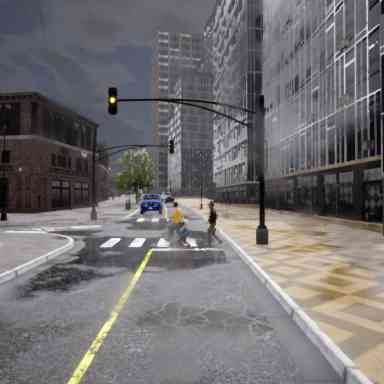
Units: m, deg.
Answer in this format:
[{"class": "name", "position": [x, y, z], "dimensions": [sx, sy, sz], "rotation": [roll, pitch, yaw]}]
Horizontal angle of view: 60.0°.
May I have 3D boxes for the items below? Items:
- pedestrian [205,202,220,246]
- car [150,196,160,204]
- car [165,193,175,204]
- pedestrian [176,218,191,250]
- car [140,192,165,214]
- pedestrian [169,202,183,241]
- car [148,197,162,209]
[{"class": "pedestrian", "position": [0.833, 1.297, 13.803], "dimensions": [0.375, 1.860, 0.375], "rotation": [1, -1, -2]}, {"class": "car", "position": [-7.317, 1.551, 65.825], "dimensions": [1.994, 1.385, 4.181], "rotation": [0, 0, -7]}, {"class": "car", "position": [-4.305, 1.498, 64.333], "dimensions": [1.837, 1.490, 4.892], "rotation": [0, 0, -8]}, {"class": "pedestrian", "position": [-0.269, 1.676, 12.809], "dimensions": [0.500, 1.100, 0.500], "rotation": [1, -1, -2]}, {"class": "car", "position": [-4.190, 1.218, 34.934], "dimensions": [2.150, 2.045, 5.566], "rotation": [0, 0, -4]}, {"class": "pedestrian", "position": [-0.667, 1.296, 14.220], "dimensions": [0.375, 1.860, 0.375], "rotation": [1, -1, -2]}, {"class": "car", "position": [-5.206, 1.471, 46.948], "dimensions": [1.882, 1.535, 5.008], "rotation": [0, 0, -6]}]
